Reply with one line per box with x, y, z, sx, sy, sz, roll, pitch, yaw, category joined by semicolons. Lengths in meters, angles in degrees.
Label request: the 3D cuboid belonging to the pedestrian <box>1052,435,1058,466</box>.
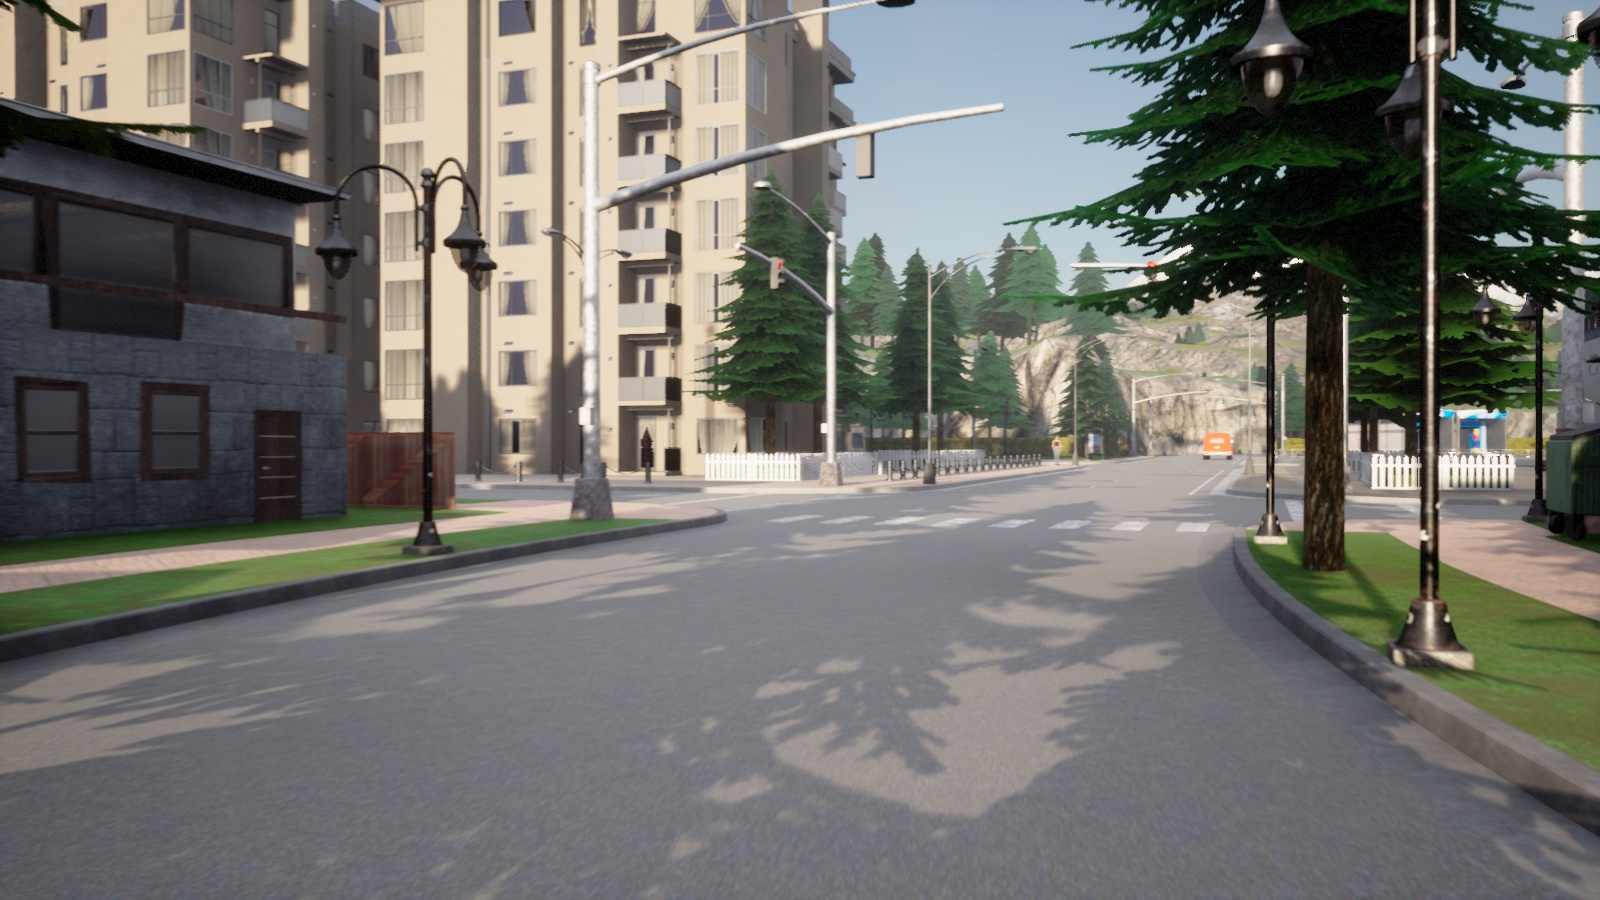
15.291;0.032;75.226;0.345;1.836;0.594;0;0;12;pedestrian
